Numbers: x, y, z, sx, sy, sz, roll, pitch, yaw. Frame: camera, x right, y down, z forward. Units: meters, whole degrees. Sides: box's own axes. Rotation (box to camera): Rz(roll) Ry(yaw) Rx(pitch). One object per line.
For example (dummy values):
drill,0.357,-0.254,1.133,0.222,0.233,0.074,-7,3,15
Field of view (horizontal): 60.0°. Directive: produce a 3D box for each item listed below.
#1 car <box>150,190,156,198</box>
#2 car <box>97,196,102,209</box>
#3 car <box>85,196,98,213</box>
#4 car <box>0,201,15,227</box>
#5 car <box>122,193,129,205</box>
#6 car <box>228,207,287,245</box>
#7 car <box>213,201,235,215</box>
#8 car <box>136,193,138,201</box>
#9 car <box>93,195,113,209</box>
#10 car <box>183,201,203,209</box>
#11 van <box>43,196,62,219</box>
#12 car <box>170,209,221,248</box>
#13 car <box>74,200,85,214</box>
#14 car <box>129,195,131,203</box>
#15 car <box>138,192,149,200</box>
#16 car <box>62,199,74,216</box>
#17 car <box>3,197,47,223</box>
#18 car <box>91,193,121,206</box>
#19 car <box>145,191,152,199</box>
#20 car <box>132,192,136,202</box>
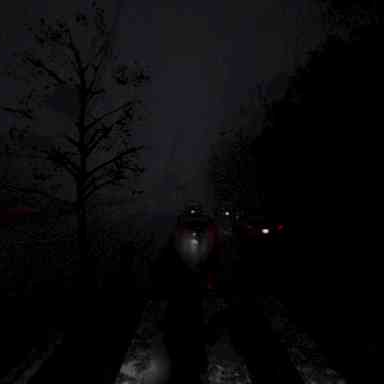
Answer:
car,-13.828,0.897,94.247,5.566,2.045,2.435,-1,0,-20
car,-13.847,1.640,40.371,4.792,1.488,2.163,-1,0,-20
car,-13.704,1.613,37.443,5.366,1.575,1.946,-1,0,-20
car,-13.711,1.572,19.532,5.366,1.575,1.946,-1,-1,-20
car,-13.847,1.254,55.293,5.566,2.045,2.435,-1,0,-20
car,3.090,1.626,15.960,1.994,1.385,4.181,0,0,0
car,3.088,1.635,31.720,1.837,1.490,4.892,0,0,0
car,-13.858,1.441,67.210,4.674,1.452,2.002,-1,1,-20
car,-13.868,1.618,46.328,4.674,1.452,2.002,-1,1,-20
car,0.090,1.656,32.713,1.812,1.442,4.674,0,0,0
van,-13.775,1.392,28.470,4.442,1.987,1.878,-1,-1,-20
car,0.090,1.657,14.986,1.895,1.301,4.718,0,0,0
car,-13.904,1.655,34.374,4.792,1.488,2.163,-1,0,-20
car,-13.861,1.481,58.264,4.892,1.521,2.231,-1,1,-20
car,-13.830,1.299,82.234,4.792,1.488,2.163,-1,0,-20
car,-13.874,1.662,31.402,4.674,1.452,2.002,-1,0,-20
car,-13.854,1.482,25.442,4.553,1.767,2.185,-1,0,-20
car,-13.900,1.307,49.297,5.566,2.045,2.435,-1,1,-20
car,-14.025,1.214,88.157,5.366,1.575,1.946,-1,1,-20
car,-13.836,1.302,64.237,4.553,1.767,2.185,-1,1,-20
